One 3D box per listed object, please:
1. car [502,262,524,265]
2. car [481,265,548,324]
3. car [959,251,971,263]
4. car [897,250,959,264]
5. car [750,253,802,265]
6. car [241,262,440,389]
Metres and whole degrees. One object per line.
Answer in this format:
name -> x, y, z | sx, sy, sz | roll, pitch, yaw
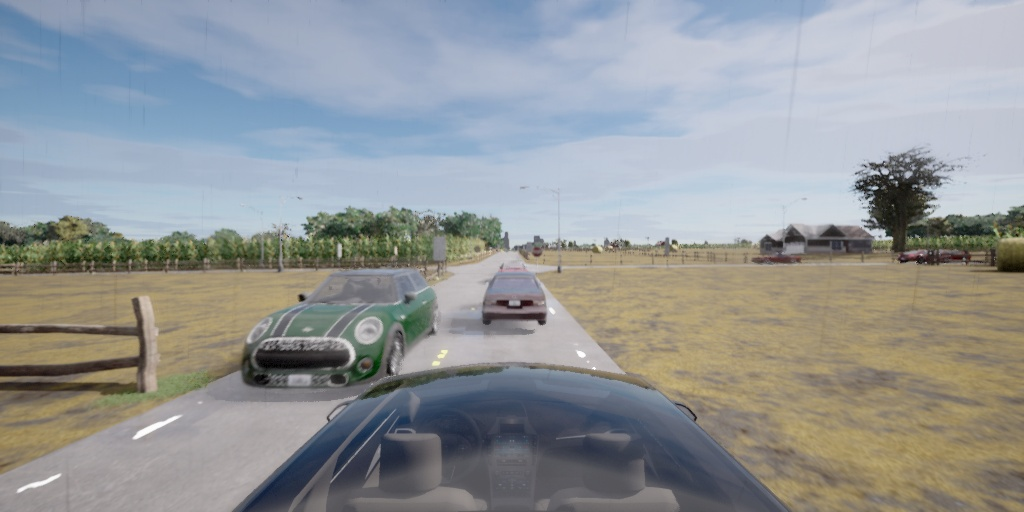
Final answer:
car -> 0.061, 1.035, 23.830 | 1.895, 1.301, 4.718 | 0, 1, 0
car -> 0.080, 1.190, 11.471 | 2.033, 1.411, 5.357 | 0, 1, 0
car -> 49.076, 0.037, 40.946 | 5.008, 1.535, 1.882 | -1, 0, 0
car -> 43.888, 0.098, 38.155 | 4.674, 1.442, 1.812 | -1, 0, 0
car -> 30.149, 0.335, 41.022 | 4.718, 1.301, 1.895 | -1, 0, 0
car -> -2.846, 1.049, 7.044 | 2.097, 1.767, 4.553 | 0, 1, 0
